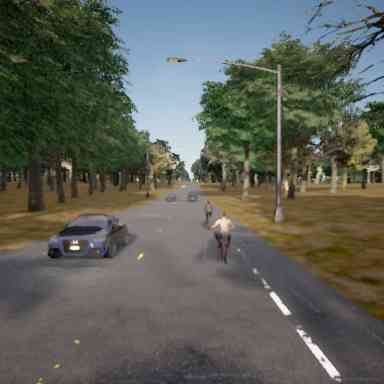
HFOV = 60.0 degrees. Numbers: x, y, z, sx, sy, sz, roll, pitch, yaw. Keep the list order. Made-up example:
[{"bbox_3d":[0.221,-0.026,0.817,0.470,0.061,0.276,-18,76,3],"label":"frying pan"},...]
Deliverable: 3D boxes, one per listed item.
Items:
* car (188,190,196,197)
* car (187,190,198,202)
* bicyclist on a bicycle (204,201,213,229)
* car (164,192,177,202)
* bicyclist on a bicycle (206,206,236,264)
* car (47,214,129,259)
[{"bbox_3d":[-0.005,0.321,73.874,1.837,1.490,4.892,0,2,0],"label":"car"},{"bbox_3d":[0.094,0.801,56.571,2.128,1.511,4.902,0,1,0],"label":"car"},{"bbox_3d":[0.964,1.326,19.080,0.582,1.620,1.656,0,0,0],"label":"bicyclist on a bicycle"},{"bbox_3d":[-3.555,0.835,55.705,1.837,1.490,4.892,0,2,1],"label":"car"},{"bbox_3d":[0.999,1.387,10.605,0.866,1.612,1.509,0,0,0],"label":"bicyclist on a bicycle"},{"bbox_3d":[-3.601,1.505,12.200,1.994,1.385,4.181,0,0,0],"label":"car"}]
